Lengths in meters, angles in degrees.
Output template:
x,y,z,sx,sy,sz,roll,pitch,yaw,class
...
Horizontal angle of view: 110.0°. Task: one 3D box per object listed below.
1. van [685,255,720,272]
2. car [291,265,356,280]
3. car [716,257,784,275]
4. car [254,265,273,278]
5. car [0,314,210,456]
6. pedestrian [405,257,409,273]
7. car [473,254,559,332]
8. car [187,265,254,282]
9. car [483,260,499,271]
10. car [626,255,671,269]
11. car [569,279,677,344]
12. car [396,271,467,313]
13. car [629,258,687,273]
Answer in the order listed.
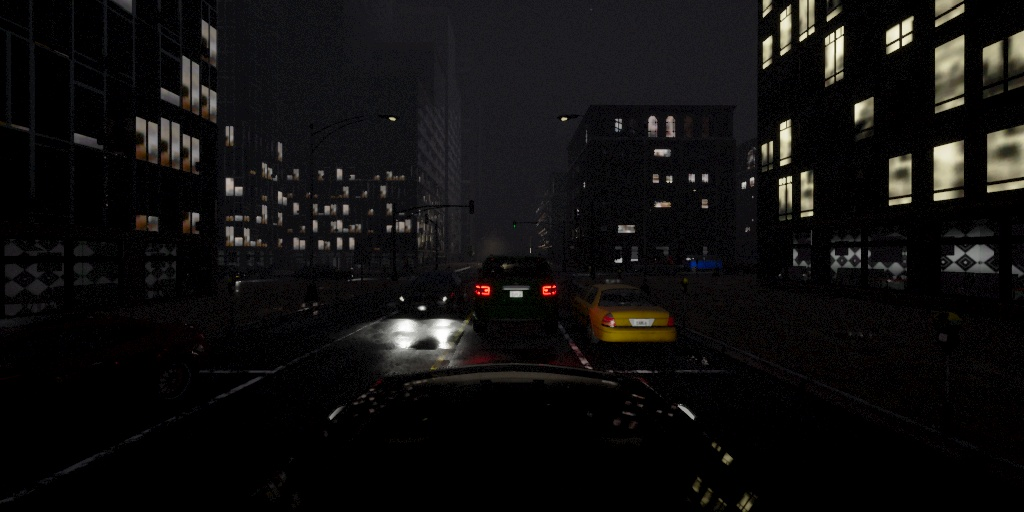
x,y,z,sx,sy,sz,roll,pitch,yaw,class
20.940,0.799,39.669,3.998,1.789,1.690,0,0,-1,van
-17.723,1.515,33.769,5.357,1.411,2.033,-1,0,-1,car
21.056,1.019,31.789,4.507,1.381,1.888,0,0,-1,car
-28.441,1.649,39.004,4.403,1.370,2.007,0,0,-1,car
-5.317,1.332,3.647,1.802,1.307,4.207,0,0,0,car
-12.392,1.020,42.205,0.375,1.860,0.375,0,1,-1,pedestrian
0.089,0.971,10.937,2.150,2.045,5.566,0,0,0,car
-27.537,1.603,33.634,4.892,1.490,1.837,-1,0,-1,car
-2.886,1.299,50.584,2.033,1.411,5.357,0,0,-1,car
15.284,0.844,39.603,5.009,1.841,2.192,0,0,-1,car
2.558,1.275,9.384,1.751,1.417,4.829,0,0,0,car
-2.901,1.297,14.174,2.033,1.411,5.357,0,0,-1,car
15.023,1.138,37.135,4.718,1.301,1.895,-1,0,-1,car
